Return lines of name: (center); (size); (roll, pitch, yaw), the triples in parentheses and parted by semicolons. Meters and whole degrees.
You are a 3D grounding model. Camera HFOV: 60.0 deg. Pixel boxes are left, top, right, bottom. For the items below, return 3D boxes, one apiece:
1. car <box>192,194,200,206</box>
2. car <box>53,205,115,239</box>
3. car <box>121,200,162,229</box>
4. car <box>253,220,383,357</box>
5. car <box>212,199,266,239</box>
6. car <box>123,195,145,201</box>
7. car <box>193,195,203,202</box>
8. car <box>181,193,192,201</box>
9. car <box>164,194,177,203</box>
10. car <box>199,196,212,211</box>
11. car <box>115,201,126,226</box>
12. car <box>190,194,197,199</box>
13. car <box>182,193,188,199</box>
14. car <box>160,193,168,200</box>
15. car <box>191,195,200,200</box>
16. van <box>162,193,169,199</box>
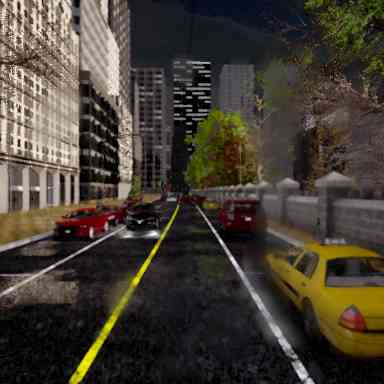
car: (1.431, 1.362, 53.886); (1.882, 1.535, 5.008); (0, 0, -2)
car: (-5.551, 1.514, 17.048); (1.887, 1.381, 4.507); (0, 0, 0)
car: (-2.994, 1.465, 21.306); (1.837, 1.490, 4.892); (0, 0, -1)
car: (2.549, 1.514, 6.224); (1.752, 1.417, 4.829); (0, 0, 0)
car: (2.473, 1.282, 17.150); (2.192, 1.841, 5.009); (0, 0, -1)
car: (-5.787, 1.249, 33.691); (2.192, 1.841, 5.009); (0, 0, -1)
car: (1.190, 1.402, 72.618); (1.947, 1.339, 4.313); (0, 0, -2)
car: (-1.338, 1.057, 71.649); (2.097, 1.767, 4.553); (0, 0, -2)
car: (-3.870, 1.461, 63.658); (1.895, 1.301, 4.718); (0, 0, -1)
car: (2.123, 1.445, 39.509); (1.752, 1.417, 4.829); (0, 0, -1)
car: (-5.615, 1.540, 22.598); (1.802, 1.307, 4.206); (0, 0, -1)
car: (0.510, 1.356, 94.807); (1.802, 1.307, 4.206); (0, 0, -2)
car: (-2.030, 1.122, 94.070); (1.837, 1.490, 4.892); (0, 0, -2)
car: (-7.345, 1.107, 89.113); (2.192, 1.841, 5.009); (0, 0, -2)
car: (0.850, 1.372, 83.712); (1.947, 1.339, 4.313); (0, 0, -2)
van: (-7.514, 1.117, 94.652); (1.690, 1.788, 3.998); (0, 0, -2)
